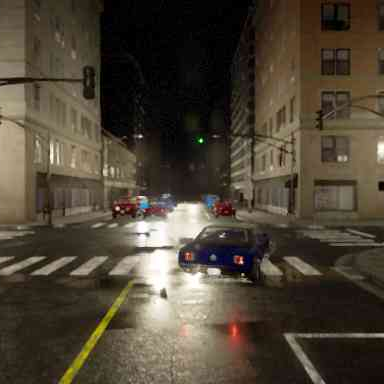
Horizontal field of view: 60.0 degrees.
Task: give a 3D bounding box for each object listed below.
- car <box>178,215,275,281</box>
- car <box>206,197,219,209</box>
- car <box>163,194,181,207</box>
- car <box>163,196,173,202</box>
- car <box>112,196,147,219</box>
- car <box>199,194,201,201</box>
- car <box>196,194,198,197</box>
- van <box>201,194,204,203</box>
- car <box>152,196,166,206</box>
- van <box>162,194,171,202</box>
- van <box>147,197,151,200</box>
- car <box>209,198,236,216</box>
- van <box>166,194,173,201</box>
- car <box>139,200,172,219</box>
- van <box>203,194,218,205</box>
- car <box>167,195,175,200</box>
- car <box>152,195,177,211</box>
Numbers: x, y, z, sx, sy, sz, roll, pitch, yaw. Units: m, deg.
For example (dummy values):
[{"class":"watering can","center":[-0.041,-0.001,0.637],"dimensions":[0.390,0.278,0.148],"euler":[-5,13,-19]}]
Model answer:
[{"class":"car","center":[1.269,1.597,9.993],"dimensions":[1.895,1.301,4.718],"euler":[0,0,19]},{"class":"car","center":[2.858,1.563,35.064],"dimensions":[1.947,1.339,4.313],"euler":[0,0,0]},{"class":"car","center":[-3.066,1.475,48.238],"dimensions":[1.882,1.535,5.008],"euler":[0,0,1]},{"class":"car","center":[-5.666,1.550,79.076],"dimensions":[2.008,1.369,4.403],"euler":[0,0,0]},{"class":"car","center":[-5.668,1.312,29.564],"dimensions":[2.192,1.841,5.009],"euler":[0,0,0]},{"class":"car","center":[2.860,1.580,68.073],"dimensions":[1.802,1.307,4.206],"euler":[0,0,0]},{"class":"car","center":[2.860,1.315,84.577],"dimensions":[2.192,1.841,5.009],"euler":[0,0,0]},{"class":"van","center":[2.859,1.339,57.070],"dimensions":[1.690,1.788,3.998],"euler":[0,0,0]},{"class":"car","center":[-5.667,1.438,57.071],"dimensions":[1.967,1.590,4.097],"euler":[0,0,0]},{"class":"van","center":[-5.666,1.339,73.576],"dimensions":[1.690,1.788,3.998],"euler":[0,0,0]},{"class":"van","center":[-5.668,1.338,35.065],"dimensions":[1.690,1.788,3.998],"euler":[0,0,0]},{"class":"car","center":[2.858,1.541,29.563],"dimensions":[1.887,1.381,4.507],"euler":[0,0,0]},{"class":"van","center":[-5.666,1.341,84.577],"dimensions":[1.690,1.788,3.998],"euler":[0,0,0]},{"class":"car","center":[-3.098,1.598,28.754],"dimensions":[1.895,1.301,4.718],"euler":[0,0,0]},{"class":"van","center":[2.858,1.339,46.067],"dimensions":[1.690,1.788,3.998],"euler":[0,0,0]},{"class":"car","center":[-5.665,1.567,90.079],"dimensions":[1.947,1.339,4.313],"euler":[0,0,0]},{"class":"car","center":[-3.091,1.475,38.199],"dimensions":[1.882,1.535,5.008],"euler":[0,0,0]}]
